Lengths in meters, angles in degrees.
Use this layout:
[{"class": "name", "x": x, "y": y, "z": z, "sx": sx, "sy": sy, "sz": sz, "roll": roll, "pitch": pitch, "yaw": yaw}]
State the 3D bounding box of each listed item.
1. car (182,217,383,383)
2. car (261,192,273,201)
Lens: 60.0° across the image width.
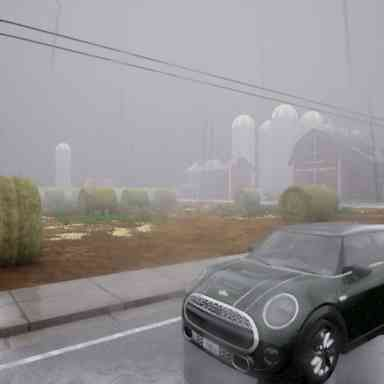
[{"class": "car", "x": 2.044, "y": 1.349, "z": 5.515, "sx": 4.553, "sy": 1.767, "sz": 2.097, "roll": 0, "pitch": 0, "yaw": -36}, {"class": "car", "x": 15.789, "y": 1.087, "z": 72.832, "sx": 3.866, "sy": 1.878, "sz": 1.905, "roll": -2, "pitch": 5, "yaw": 10}]
